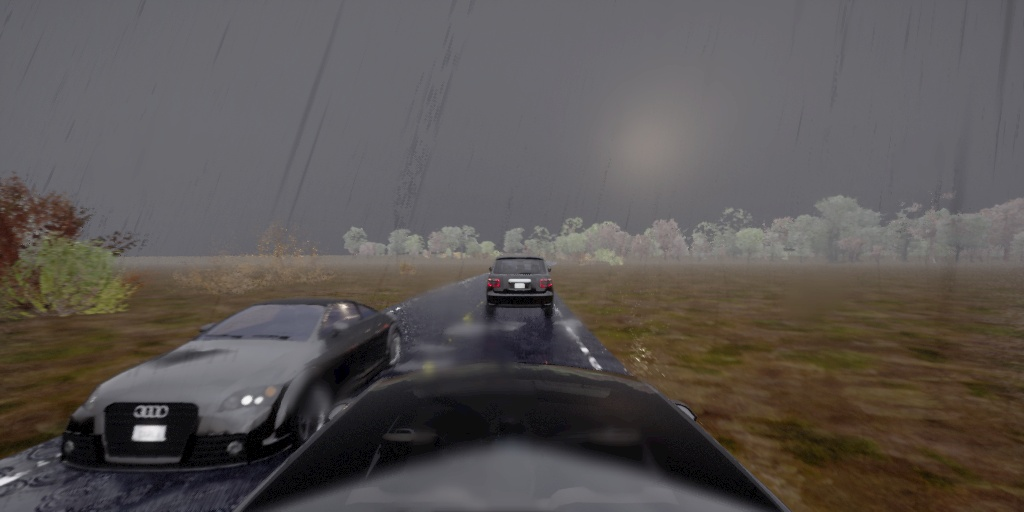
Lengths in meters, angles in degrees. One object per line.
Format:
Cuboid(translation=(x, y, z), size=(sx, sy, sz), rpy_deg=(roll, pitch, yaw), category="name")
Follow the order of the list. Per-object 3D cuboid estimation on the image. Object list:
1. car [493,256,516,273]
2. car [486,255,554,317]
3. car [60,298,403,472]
Cuboid(translation=(-0.863, 0.967, 44.389), size=(2.150, 2.045, 5.566), rpy_deg=(0, 0, 6), category="car")
Cuboid(translation=(0.302, 0.972, 13.273), size=(2.150, 2.045, 5.566), rpy_deg=(0, 0, 2), category="car")
Cuboid(translation=(-3.042, 1.311, 5.020), size=(1.994, 1.385, 4.181), rpy_deg=(0, 0, 1), category="car")
